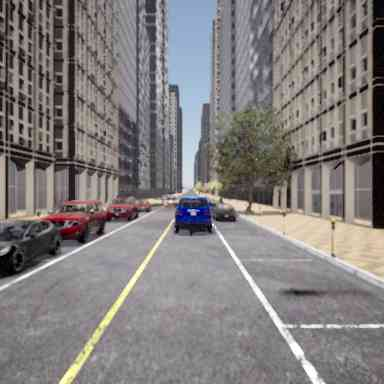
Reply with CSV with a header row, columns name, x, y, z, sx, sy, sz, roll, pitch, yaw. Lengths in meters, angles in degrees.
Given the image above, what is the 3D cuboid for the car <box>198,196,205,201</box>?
name,x,y,z,sx,sy,sz,roll,pitch,yaw
car,2.639,1.695,90.687,1.752,1.417,4.829,0,0,0

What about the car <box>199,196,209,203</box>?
name,x,y,z,sx,sy,sz,roll,pitch,yaw
car,2.648,1.697,73.426,1.887,1.381,4.507,0,0,0

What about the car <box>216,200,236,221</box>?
name,x,y,z,sx,sy,sz,roll,pitch,yaw
car,2.673,1.622,27.847,2.008,1.369,4.403,0,0,0

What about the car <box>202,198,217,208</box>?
name,x,y,z,sx,sy,sz,roll,pitch,yaw
car,2.660,1.669,50.636,2.008,1.369,4.403,0,0,0

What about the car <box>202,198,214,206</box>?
name,x,y,z,sx,sy,sz,roll,pitch,yaw
car,2.657,1.710,56.334,1.802,1.307,4.206,0,0,0

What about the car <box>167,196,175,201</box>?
name,x,y,z,sx,sy,sz,roll,pitch,yaw
car,-5.742,1.722,90.513,2.008,1.369,4.403,0,0,0

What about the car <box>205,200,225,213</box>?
name,x,y,z,sx,sy,sz,roll,pitch,yaw
car,2.666,1.647,39.242,2.008,1.369,4.403,0,0,0

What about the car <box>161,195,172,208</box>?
name,x,y,z,sx,sy,sz,roll,pitch,yaw
car,-3.028,1.469,49.137,2.097,1.767,4.553,0,0,0

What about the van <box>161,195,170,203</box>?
name,x,y,z,sx,sy,sz,roll,pitch,yaw
van,-5.733,1.496,73.422,1.690,1.788,3.998,0,0,0

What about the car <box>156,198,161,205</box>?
name,x,y,z,sx,sy,sz,roll,pitch,yaw
car,-5.723,1.656,56.160,1.752,1.417,4.829,0,0,0

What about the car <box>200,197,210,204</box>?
name,x,y,z,sx,sy,sz,roll,pitch,yaw
car,2.651,1.710,67.727,1.947,1.339,4.313,0,0,0

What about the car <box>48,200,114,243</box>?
name,x,y,z,sx,sy,sz,roll,pitch,yaw
car,-5.702,1.361,16.450,2.192,1.841,5.009,0,0,0

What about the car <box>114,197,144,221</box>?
name,x,y,z,sx,sy,sz,roll,pitch,yaw
car,-5.708,1.388,27.844,2.192,1.841,5.009,0,0,0

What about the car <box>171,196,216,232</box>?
name,x,y,z,sx,sy,sz,roll,pitch,yaw
car,0.086,1.277,20.708,2.150,2.045,5.566,0,0,0

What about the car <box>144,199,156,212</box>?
name,x,y,z,sx,sy,sz,roll,pitch,yaw
car,-5.714,1.681,39.238,1.802,1.307,4.206,0,0,0

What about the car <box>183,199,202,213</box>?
name,x,y,z,sx,sy,sz,roll,pitch,yaw
car,0.077,1.588,39.131,2.128,1.511,4.902,0,0,0

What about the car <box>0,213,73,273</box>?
name,x,y,z,sx,sy,sz,roll,pitch,yaw
car,-5.698,1.597,10.752,1.947,1.339,4.313,0,0,0

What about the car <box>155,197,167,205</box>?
name,x,y,z,sx,sy,sz,roll,pitch,yaw
car,-5.726,1.705,62.026,1.947,1.339,4.313,0,0,0
